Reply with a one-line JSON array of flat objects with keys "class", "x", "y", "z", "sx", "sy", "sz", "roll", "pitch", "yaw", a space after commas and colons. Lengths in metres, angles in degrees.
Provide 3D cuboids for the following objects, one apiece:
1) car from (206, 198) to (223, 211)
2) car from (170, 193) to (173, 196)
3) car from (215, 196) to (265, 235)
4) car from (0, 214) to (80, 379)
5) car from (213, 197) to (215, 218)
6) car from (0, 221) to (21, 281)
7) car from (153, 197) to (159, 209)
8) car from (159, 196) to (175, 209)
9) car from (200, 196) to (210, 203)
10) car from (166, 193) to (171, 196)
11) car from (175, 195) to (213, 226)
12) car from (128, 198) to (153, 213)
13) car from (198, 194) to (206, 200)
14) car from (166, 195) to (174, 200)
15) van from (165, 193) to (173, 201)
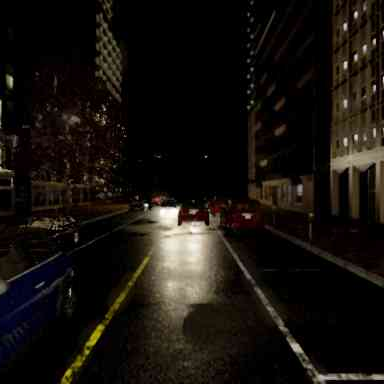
[{"class": "car", "x": 2.706, "y": 1.471, "z": 41.415, "sx": 1.752, "sy": 1.417, "sz": 4.829, "roll": 0, "pitch": 0, "yaw": 0}, {"class": "car", "x": -5.666, "y": 1.424, "z": 75.414, "sx": 1.887, "sy": 1.381, "sz": 4.507, "roll": 0, "pitch": 0, "yaw": 0}, {"class": "car", "x": 2.700, "y": 1.294, "z": 18.477, "sx": 2.192, "sy": 1.841, "sz": 5.009, "roll": 0, "pitch": 0, "yaw": 0}, {"class": "car", "x": -3.097, "y": 1.348, "z": 4.065, "sx": 2.097, "sy": 1.767, "sz": 4.553, "roll": 0, "pitch": 0, "yaw": 0}, {"class": "car", "x": 2.703, "y": 1.279, "z": 29.861, "sx": 2.192, "sy": 1.841, "sz": 5.009, "roll": 0, "pitch": 0, "yaw": 0}, {"class": "car", "x": -5.685, "y": 1.518, "z": 6.935, "sx": 1.752, "sy": 1.417, "sz": 4.829, "roll": 0, "pitch": 0, "yaw": 0}, {"class": "car", "x": -5.675, "y": 1.512, "z": 41.261, "sx": 1.947, "sy": 1.339, "sz": 4.313, "roll": 0, "pitch": 0, "yaw": 0}, {"class": "car", "x": -3.078, "y": 1.541, "z": 44.877, "sx": 1.895, "sy": 1.301, "sz": 4.718, "roll": 0, "pitch": 0, "yaw": 0}, {"class": "car", "x": 2.713, "y": 1.458, "z": 69.706, "sx": 1.947, "sy": 1.339, "sz": 4.313, "roll": 0, "pitch": 0, "yaw": 0}, {"class": "car", "x": -5.669, "y": 1.454, "z": 64.029, "sx": 2.008, "sy": 1.369, "sz": 4.403, "roll": 0, "pitch": 0, "yaw": 0}, {"class": "car", "x": 0.109, "y": 1.324, "z": 23.487, "sx": 2.097, "sy": 1.767, "sz": 4.553, "roll": 0, "pitch": 0, "yaw": 0}, {"class": "car", "x": -5.677, "y": 1.506, "z": 35.568, "sx": 2.008, "sy": 1.369, "sz": 4.403, "roll": 0, "pitch": 0, "yaw": 0}, {"class": "car", "x": 2.721, "y": 1.281, "z": 92.473, "sx": 1.967, "sy": 1.590, "sz": 4.097, "roll": 0, "pitch": 0, "yaw": 0}, {"class": "car", "x": -5.662, "y": 1.437, "z": 86.798, "sx": 1.802, "sy": 1.307, "sz": 4.206, "roll": 0, "pitch": 0, "yaw": 0}, {"class": "van", "x": -5.663, "y": 1.208, "z": 81.106, "sx": 1.690, "sy": 1.788, "sz": 3.998, "roll": 0, "pitch": 0, "yaw": 0}]
